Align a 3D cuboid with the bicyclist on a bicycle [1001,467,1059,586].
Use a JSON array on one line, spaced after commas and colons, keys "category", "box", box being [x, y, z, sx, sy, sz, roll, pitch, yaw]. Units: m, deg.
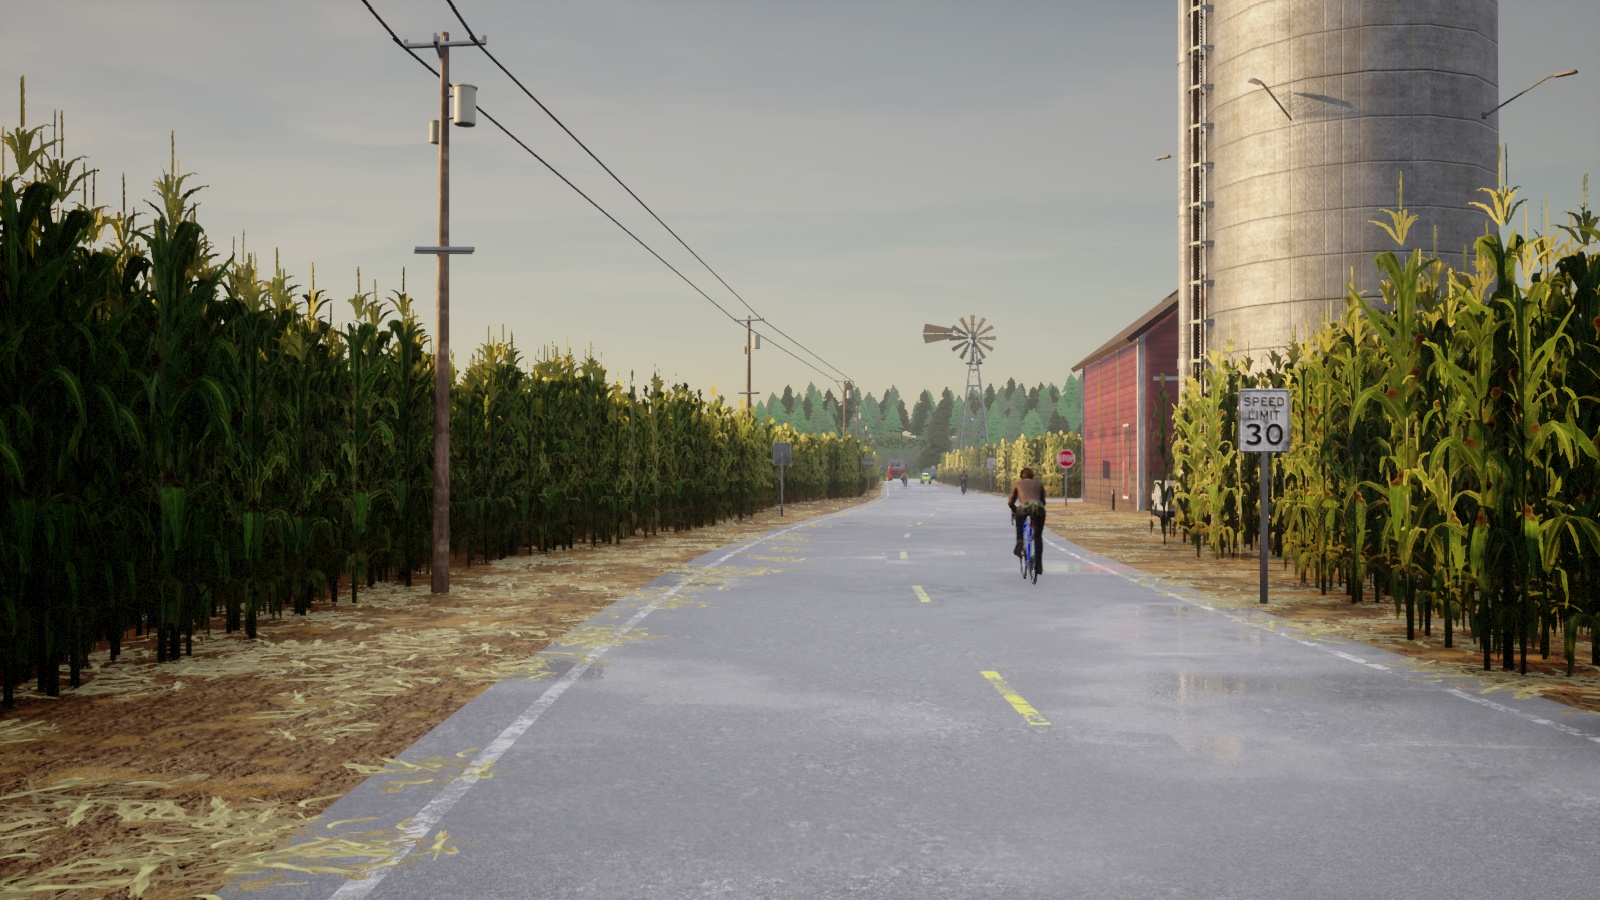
[{"category": "bicyclist on a bicycle", "box": [3.261, 1.055, 17.916, 0.582, 1.620, 1.656, 0, -1, 2]}]
